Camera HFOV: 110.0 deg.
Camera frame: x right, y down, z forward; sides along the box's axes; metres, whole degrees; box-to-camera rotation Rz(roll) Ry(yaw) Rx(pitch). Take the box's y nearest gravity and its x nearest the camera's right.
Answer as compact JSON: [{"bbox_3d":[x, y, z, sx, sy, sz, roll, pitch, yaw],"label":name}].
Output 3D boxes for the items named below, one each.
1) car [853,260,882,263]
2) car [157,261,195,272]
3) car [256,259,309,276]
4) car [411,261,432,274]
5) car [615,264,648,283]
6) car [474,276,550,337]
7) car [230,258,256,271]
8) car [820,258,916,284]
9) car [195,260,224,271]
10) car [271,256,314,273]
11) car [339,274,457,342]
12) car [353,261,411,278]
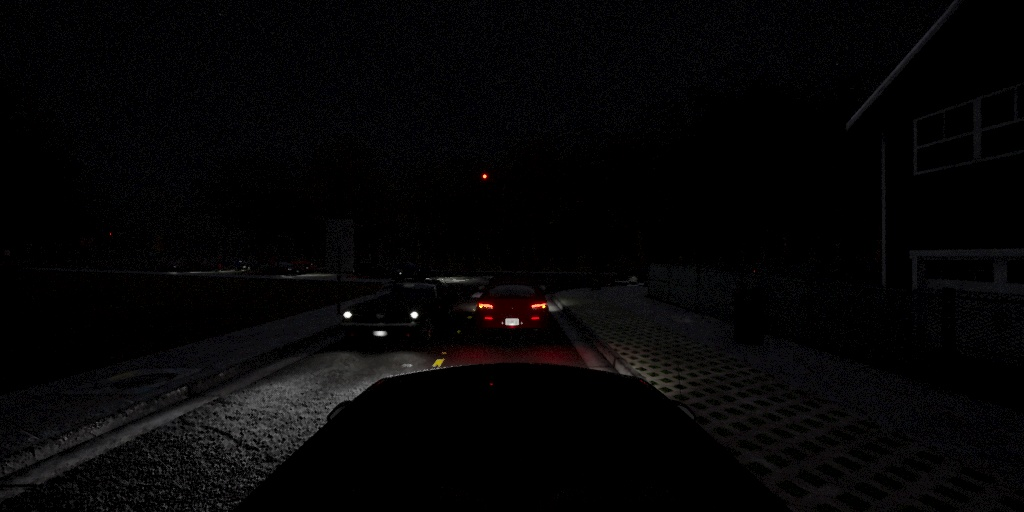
[{"bbox_3d":[24.436,1.176,23.604,5.008,1.535,1.882,0,0,23],"label":"car"},{"bbox_3d":[-43.015,1.299,45.506,4.674,1.442,1.812,0,0,23],"label":"car"},{"bbox_3d":[-23.749,1.284,37.093,4.674,1.442,1.812,0,0,23],"label":"car"},{"bbox_3d":[-10.062,1.232,34.724,5.008,1.535,1.882,0,0,25],"label":"car"},{"bbox_3d":[10.289,1.266,25.952,5.357,1.411,2.033,0,0,23],"label":"car"},{"bbox_3d":[0.006,1.276,10.166,1.812,1.442,4.674,0,0,0],"label":"car"},{"bbox_3d":[-36.423,1.356,49.801,4.181,1.385,1.994,0,0,24],"label":"car"},{"bbox_3d":[26.029,1.061,26.457,4.553,1.767,2.097,0,0,23],"label":"car"},{"bbox_3d":[-41.934,1.296,48.582,5.008,1.535,1.882,0,0,23],"label":"car"},{"bbox_3d":[-25.544,0.994,41.408,5.566,2.045,2.150,0,0,23],"label":"car"},{"bbox_3d":[-2.803,1.351,9.886,1.895,1.301,4.718,0,0,1],"label":"car"},{"bbox_3d":[-11.902,1.236,31.982,4.902,1.511,2.128,0,0,23],"label":"car"}]
